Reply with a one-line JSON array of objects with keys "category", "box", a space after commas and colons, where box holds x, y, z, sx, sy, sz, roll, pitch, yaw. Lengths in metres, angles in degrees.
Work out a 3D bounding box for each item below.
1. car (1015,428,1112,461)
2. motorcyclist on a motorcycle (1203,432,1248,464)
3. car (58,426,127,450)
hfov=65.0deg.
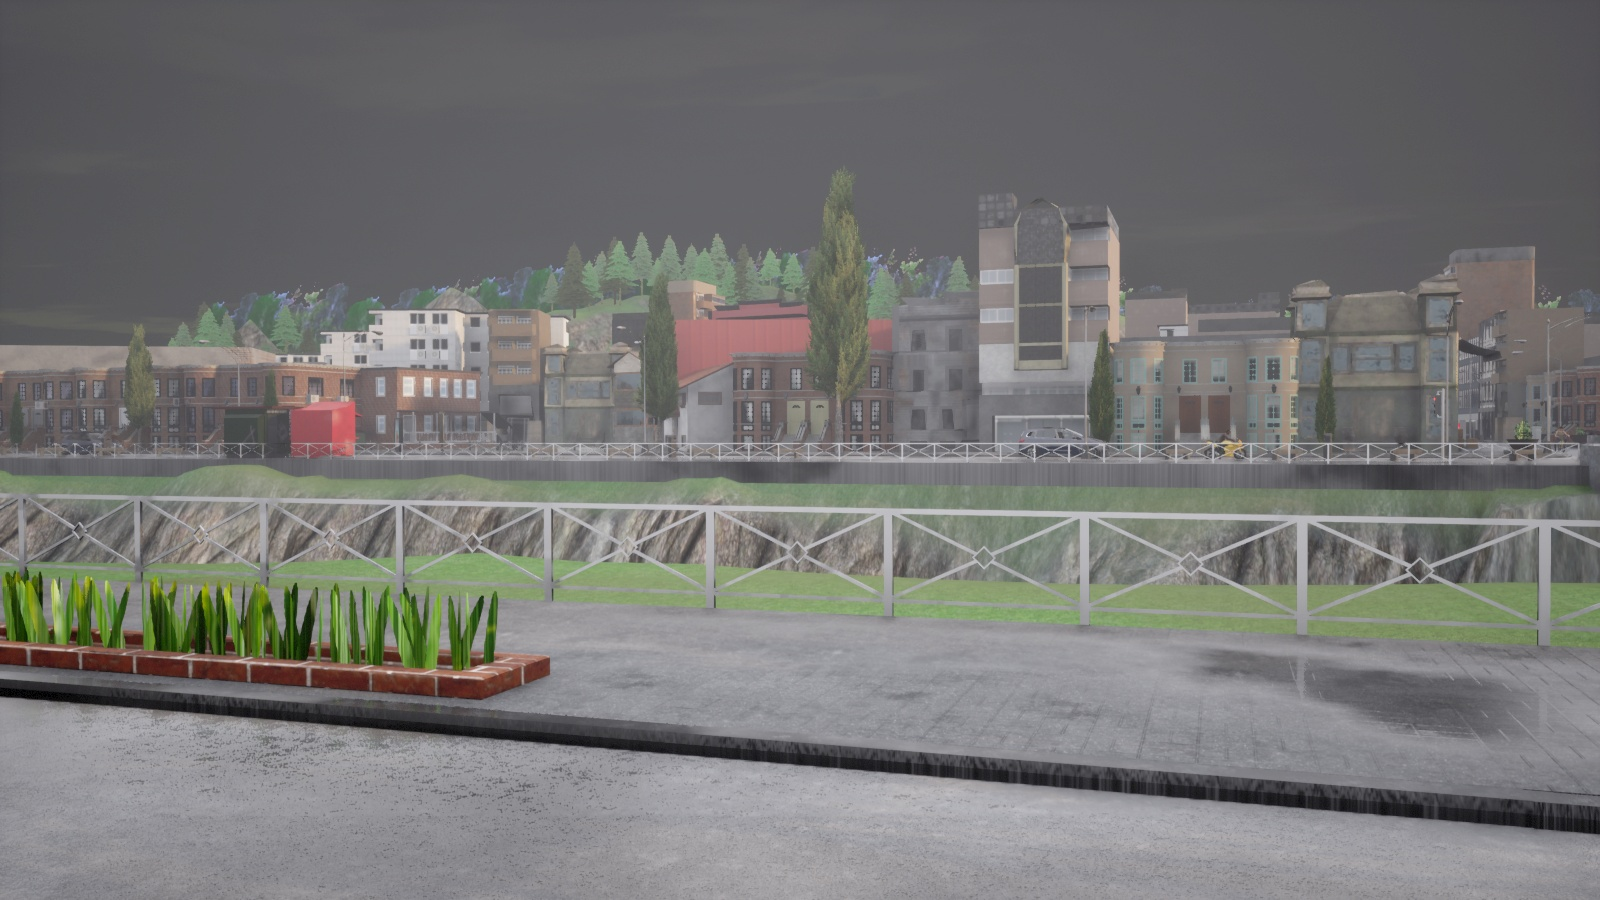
[{"category": "car", "box": [13.497, -0.308, 64.294, 4.611, 1.667, 2.242, 1, 1, 19]}, {"category": "motorcyclist on a motorcycle", "box": [20.933, -0.102, 61.794, 2.044, 1.523, 0.797, 1, 1, 19]}, {"category": "car", "box": [-47.844, -0.814, 84.916, 3.988, 1.617, 1.851, 1, 1, 19]}]
